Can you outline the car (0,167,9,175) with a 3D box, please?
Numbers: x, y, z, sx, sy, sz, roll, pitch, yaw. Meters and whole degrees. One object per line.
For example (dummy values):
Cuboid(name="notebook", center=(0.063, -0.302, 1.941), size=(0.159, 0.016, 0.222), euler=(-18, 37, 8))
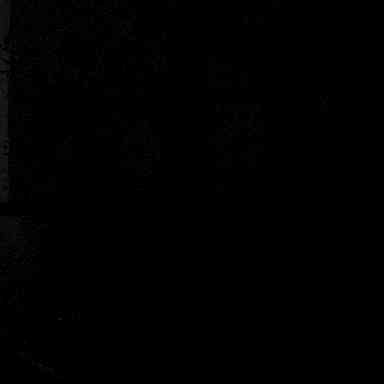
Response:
Cuboid(name="car", center=(-25.889, -2.926, 48.793), size=(4.892, 1.521, 2.231), euler=(1, 0, 27))
